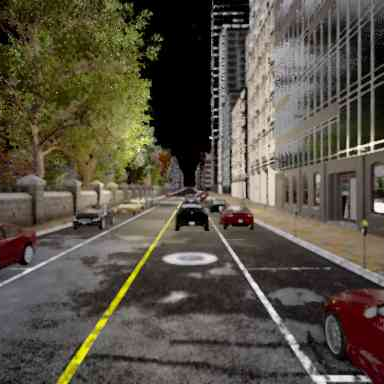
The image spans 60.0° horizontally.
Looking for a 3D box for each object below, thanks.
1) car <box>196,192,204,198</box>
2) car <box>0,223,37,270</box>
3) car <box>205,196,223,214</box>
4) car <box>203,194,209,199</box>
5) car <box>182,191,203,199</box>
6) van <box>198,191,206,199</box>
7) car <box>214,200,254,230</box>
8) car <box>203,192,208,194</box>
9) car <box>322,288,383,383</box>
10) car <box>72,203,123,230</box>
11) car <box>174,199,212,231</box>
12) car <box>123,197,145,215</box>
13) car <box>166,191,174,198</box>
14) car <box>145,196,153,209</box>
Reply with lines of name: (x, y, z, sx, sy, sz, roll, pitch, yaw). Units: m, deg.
car: (2.182, 0.706, 93.931, 1.967, 1.590, 4.097, 0, 1, 0)
car: (-5.725, 1.497, 8.687, 1.887, 1.381, 4.507, 0, 0, 0)
car: (2.529, 1.351, 31.440, 1.947, 1.339, 4.313, 0, 0, 0)
car: (2.466, 1.251, 42.804, 2.008, 1.369, 4.403, 0, 0, 0)
car: (-0.114, 1.081, 39.337, 2.097, 1.767, 4.553, 0, 0, 0)
van: (2.278, 0.762, 76.887, 1.690, 1.788, 3.998, 0, 1, 0)
car: (2.593, 1.410, 20.079, 1.887, 1.381, 4.507, 0, 0, 0)
car: (2.371, 1.149, 59.845, 1.802, 1.307, 4.206, 0, 0, 0)
car: (2.687, 1.560, 3.036, 1.802, 1.307, 4.206, 0, 0, 0)
car: (-5.788, 1.427, 20.053, 2.008, 1.369, 4.403, 0, 0, 0)
car: (-0.008, 1.376, 19.774, 1.837, 1.490, 4.892, 0, 0, 0)
car: (-5.850, 1.322, 31.247, 1.752, 1.417, 4.829, 0, 0, 0)
car: (-6.197, 0.591, 93.924, 2.192, 1.841, 5.009, 0, 1, 0)
car: (-5.883, 1.304, 37.101, 2.008, 1.369, 4.403, 0, 0, 0)
